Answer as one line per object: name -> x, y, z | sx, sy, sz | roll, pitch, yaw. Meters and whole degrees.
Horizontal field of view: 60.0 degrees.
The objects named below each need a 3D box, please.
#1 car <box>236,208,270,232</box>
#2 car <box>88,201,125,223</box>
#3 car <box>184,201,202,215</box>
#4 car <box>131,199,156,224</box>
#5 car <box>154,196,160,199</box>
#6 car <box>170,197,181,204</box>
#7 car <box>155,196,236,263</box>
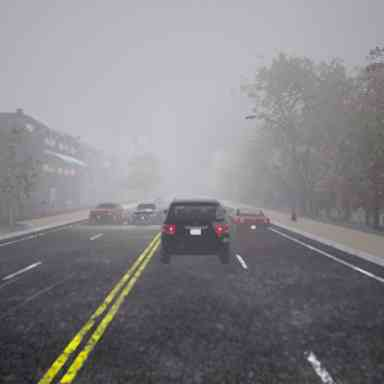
car -> 3.354, 1.638, 20.384 | 1.895, 1.301, 4.718 | 0, 0, 0
car -> -6.592, 1.525, 26.037 | 1.882, 1.535, 5.008 | 0, 0, 0
car -> 0.107, 1.666, 36.296 | 1.895, 1.301, 4.718 | 0, 0, 0
car -> -3.342, 1.550, 24.979 | 1.837, 1.490, 4.892 | 0, 0, 0
car -> -6.491, 1.621, 66.940 | 1.882, 1.535, 5.008 | 0, 0, 0
car -> -3.240, 1.743, 66.632 | 1.895, 1.301, 4.718 | 0, 0, 0
car -> 0.104, 1.244, 12.170 | 2.150, 2.045, 5.566 | 0, 0, 0
